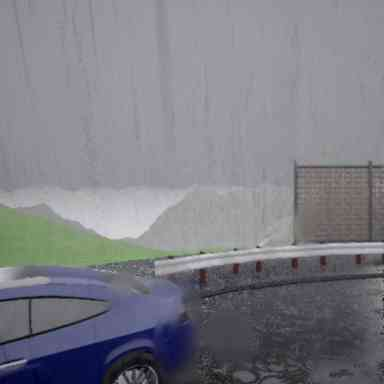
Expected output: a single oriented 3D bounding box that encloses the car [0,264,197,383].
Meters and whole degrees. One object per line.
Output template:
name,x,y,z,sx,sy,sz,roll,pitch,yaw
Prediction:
car,-2.117,1.526,3.162,4.674,1.442,1.812,0,0,-34
